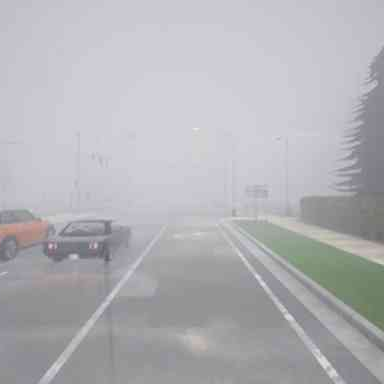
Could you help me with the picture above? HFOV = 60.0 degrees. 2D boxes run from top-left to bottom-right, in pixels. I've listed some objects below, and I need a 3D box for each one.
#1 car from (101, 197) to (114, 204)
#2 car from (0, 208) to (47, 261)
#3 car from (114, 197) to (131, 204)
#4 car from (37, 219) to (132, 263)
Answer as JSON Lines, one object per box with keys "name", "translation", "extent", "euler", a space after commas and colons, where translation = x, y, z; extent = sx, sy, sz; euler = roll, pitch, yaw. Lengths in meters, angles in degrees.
{"name": "car", "translation": [-17.824, 1.763, 70.721], "extent": [1.895, 1.301, 4.718], "euler": [0, 0, 1]}
{"name": "car", "translation": [-6.959, 1.382, 12.577], "extent": [2.097, 1.767, 4.553], "euler": [0, 0, 1]}
{"name": "car", "translation": [-14.324, 1.708, 70.738], "extent": [2.033, 1.411, 5.357], "euler": [0, 0, 1]}
{"name": "car", "translation": [-3.466, 1.630, 12.053], "extent": [1.895, 1.301, 4.718], "euler": [0, 0, 1]}
